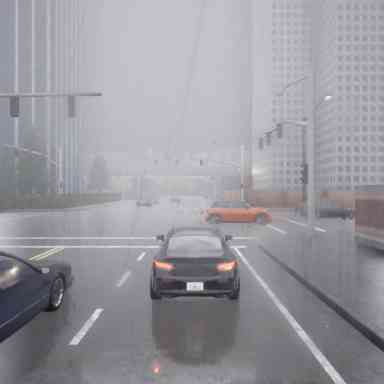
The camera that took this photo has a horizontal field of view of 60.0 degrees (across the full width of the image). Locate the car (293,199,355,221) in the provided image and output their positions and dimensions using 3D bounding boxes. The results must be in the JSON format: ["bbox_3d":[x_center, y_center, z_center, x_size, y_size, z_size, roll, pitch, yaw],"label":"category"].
[{"bbox_3d":[10.777,1.526,26.271,4.674,1.442,1.812,0,0,0],"label":"car"}]

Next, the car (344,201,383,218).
[{"bbox_3d":[16.846,1.547,29.953,5.357,1.411,2.033,0,0,0],"label":"car"}]

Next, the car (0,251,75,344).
[{"bbox_3d":[-3.447,1.547,4.665,2.033,1.411,5.357,0,0,0],"label":"car"}]

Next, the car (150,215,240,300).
[{"bbox_3d":[0.067,1.526,8.262,1.812,1.442,4.674,0,0,0],"label":"car"}]

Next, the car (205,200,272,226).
[{"bbox_3d":[3.110,1.352,22.712,4.553,1.767,2.097,0,0,-1],"label":"car"}]

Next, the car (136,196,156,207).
[{"bbox_3d":[-7.158,1.491,50.214,2.128,1.511,4.902,0,0,0],"label":"car"}]

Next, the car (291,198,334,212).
[{"bbox_3d":[12.371,1.352,33.470,4.553,1.767,2.097,0,0,0],"label":"car"}]

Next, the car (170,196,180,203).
[{"bbox_3d":[-3.486,1.547,68.801,2.033,1.411,5.357,0,0,0],"label":"car"}]

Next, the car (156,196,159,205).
[{"bbox_3d":[-7.145,1.491,60.276,2.128,1.511,4.902,0,0,0],"label":"car"}]
